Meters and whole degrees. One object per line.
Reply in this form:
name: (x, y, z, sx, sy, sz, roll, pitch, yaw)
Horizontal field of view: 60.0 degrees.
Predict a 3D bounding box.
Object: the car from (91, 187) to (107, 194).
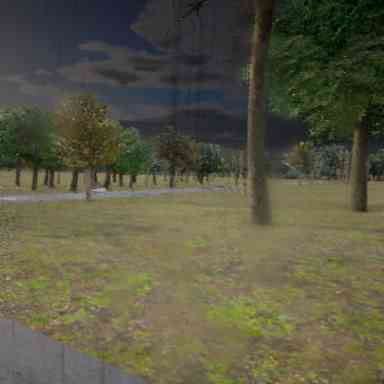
car: (-21.954, -0.385, 77.334, 1.812, 1.442, 4.674, 4, 4, 35)
